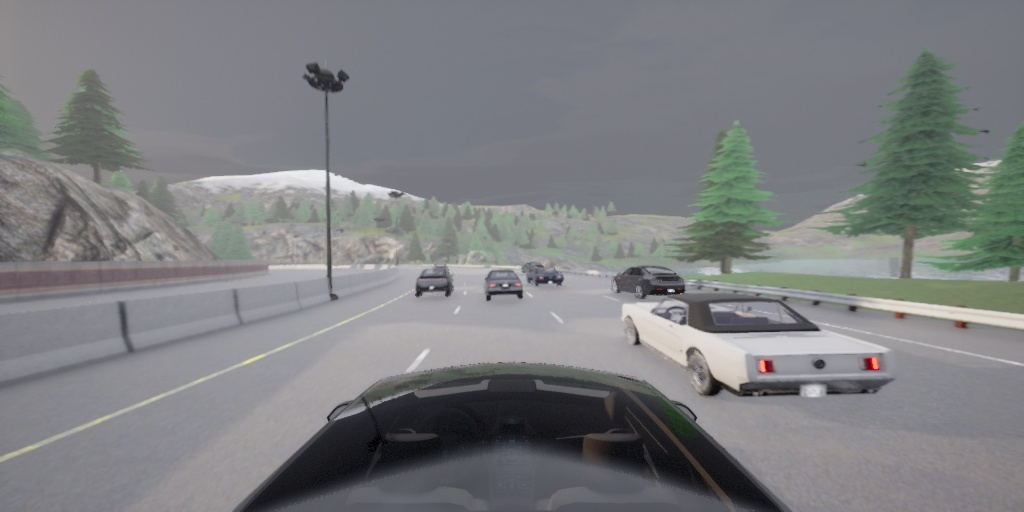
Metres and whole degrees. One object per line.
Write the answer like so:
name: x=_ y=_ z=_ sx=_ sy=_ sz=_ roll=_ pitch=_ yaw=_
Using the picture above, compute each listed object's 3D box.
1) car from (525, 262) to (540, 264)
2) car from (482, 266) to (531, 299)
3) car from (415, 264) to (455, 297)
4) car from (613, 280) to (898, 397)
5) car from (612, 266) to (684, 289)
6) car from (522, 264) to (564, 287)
car: x=2.369 y=1.465 z=42.839 sx=1.837 sy=1.490 sz=4.892 roll=0 pitch=0 yaw=-14
car: x=-0.561 y=1.418 z=18.988 sx=2.033 sy=1.411 sz=5.357 roll=-1 pitch=0 yaw=-6
car: x=-4.416 y=1.454 z=20.820 sx=2.128 sy=1.511 sz=4.902 roll=-1 pitch=0 yaw=-7
car: x=3.514 y=1.308 z=6.429 sx=1.895 sy=1.301 sz=4.718 roll=-1 pitch=0 yaw=-1
car: x=6.449 y=1.221 z=17.485 sx=1.837 sy=1.490 sz=4.892 roll=0 pitch=0 yaw=-5
car: x=2.221 y=1.456 z=25.795 sx=1.895 sy=1.301 sz=4.718 roll=-1 pitch=0 yaw=-7
